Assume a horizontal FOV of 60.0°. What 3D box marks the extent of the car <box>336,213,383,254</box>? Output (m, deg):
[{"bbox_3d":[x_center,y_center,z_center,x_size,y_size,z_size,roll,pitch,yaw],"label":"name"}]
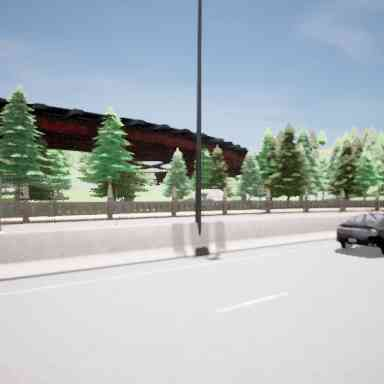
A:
[{"bbox_3d":[7.985,1.625,13.852,4.902,1.511,2.128,1,0,-35],"label":"car"}]
